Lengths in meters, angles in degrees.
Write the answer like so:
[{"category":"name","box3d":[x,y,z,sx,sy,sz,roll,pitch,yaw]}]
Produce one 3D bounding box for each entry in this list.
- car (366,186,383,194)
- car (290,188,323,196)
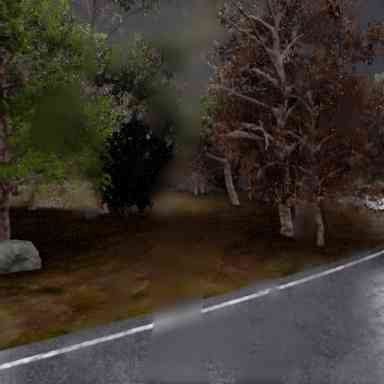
[{"category":"car","box3d":[21.300,-0.323,36.182,1.895,1.301,4.718,-7,4,-43]},{"category":"car","box3d":[14.491,-0.356,41.248,2.097,1.767,4.553,-5,3,-19]}]
